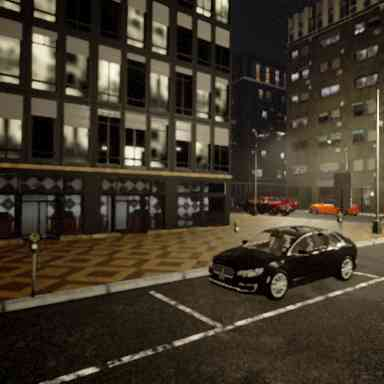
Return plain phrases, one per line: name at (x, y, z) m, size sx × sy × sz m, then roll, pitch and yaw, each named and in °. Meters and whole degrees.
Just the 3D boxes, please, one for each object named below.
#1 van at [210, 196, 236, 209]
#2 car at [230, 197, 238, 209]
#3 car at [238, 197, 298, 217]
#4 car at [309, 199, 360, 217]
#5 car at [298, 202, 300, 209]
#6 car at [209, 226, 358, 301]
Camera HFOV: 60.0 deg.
van at (4.611, 1.555, 50.311) m, size 1.690 × 1.788 × 3.998 m, roll 1°, pitch -1°, yaw -35°
car at (7.758, 1.742, 45.742) m, size 2.008 × 1.369 × 4.403 m, roll 1°, pitch -1°, yaw -35°
car at (7.139, 1.359, 31.848) m, size 2.192 × 1.841 × 5.009 m, roll 1°, pitch -1°, yaw -35°
car at (13.681, 1.452, 32.351) m, size 2.097 × 1.767 × 4.553 m, roll 1°, pitch -1°, yaw -33°
car at (10.906, 1.484, 41.177) m, size 2.192 × 1.841 × 5.009 m, roll 1°, pitch -1°, yaw -35°
car at (2.410, 1.556, 8.278) m, size 4.403 × 1.369 × 2.008 m, roll 0°, pitch 1°, yaw -36°
